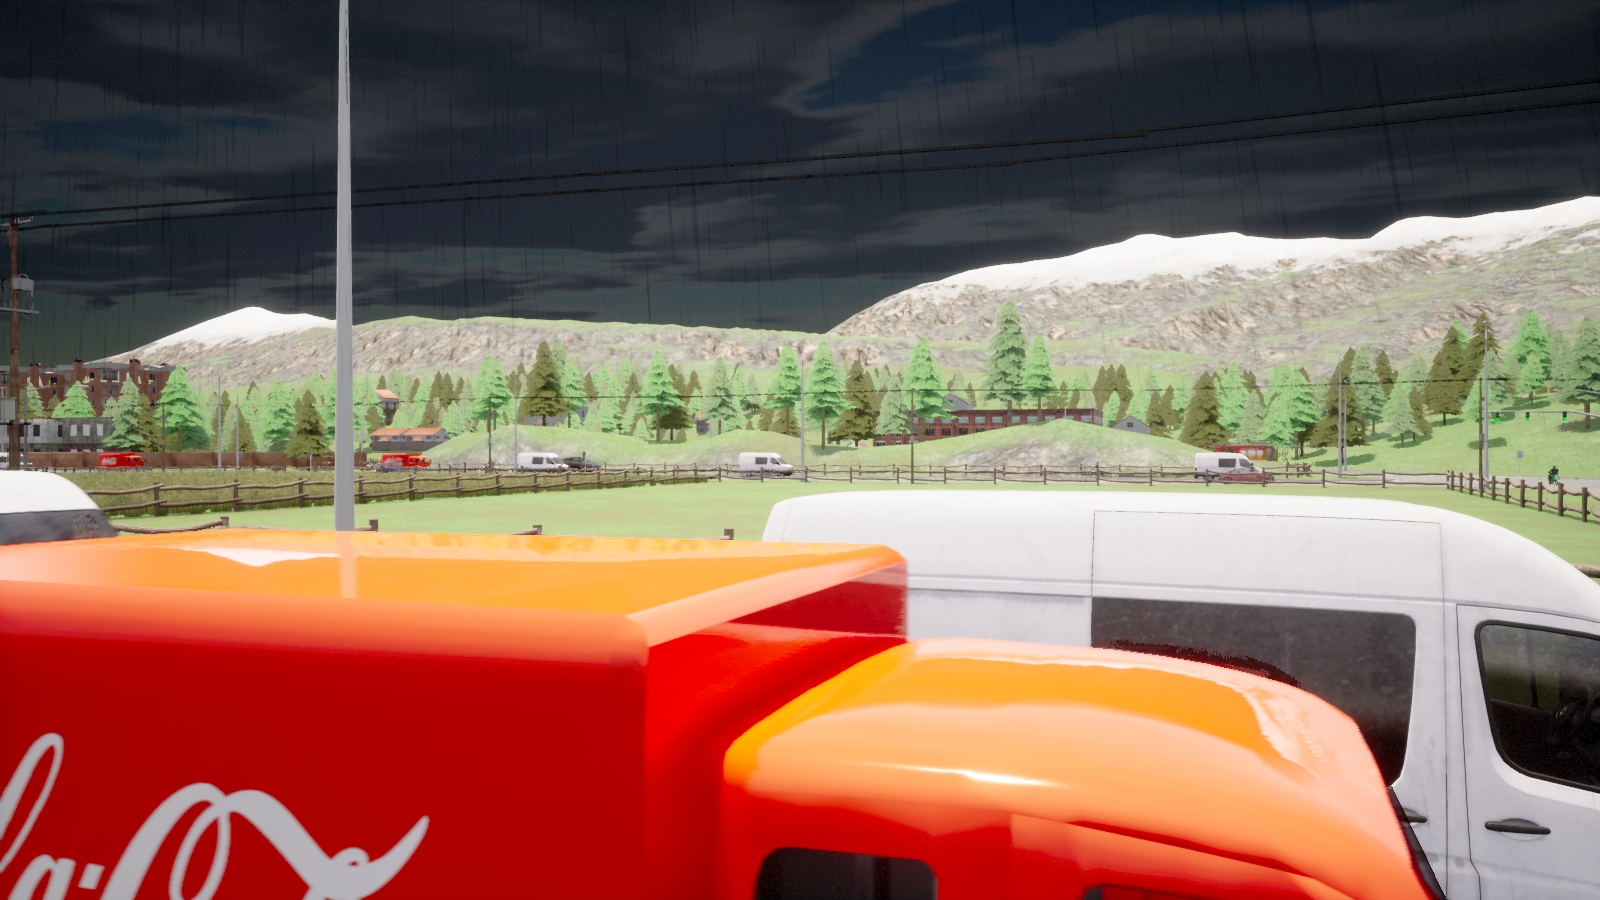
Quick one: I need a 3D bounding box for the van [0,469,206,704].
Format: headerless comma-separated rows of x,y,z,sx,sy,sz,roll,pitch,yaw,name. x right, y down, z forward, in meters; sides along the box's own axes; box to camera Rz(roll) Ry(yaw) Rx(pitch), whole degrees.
-10.682,1.544,14.630,5.915,2.561,1.988,0,0,20,van

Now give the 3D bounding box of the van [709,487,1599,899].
2.633,1.535,6.060,5.915,2.561,1.988,0,0,20,van

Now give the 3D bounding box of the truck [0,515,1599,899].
-0.700,1.568,3.662,5.204,2.467,2.627,0,0,21,truck

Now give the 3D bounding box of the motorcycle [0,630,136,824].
-6.698,2.212,9.459,2.209,1.251,0.867,0,0,20,motorcycle
